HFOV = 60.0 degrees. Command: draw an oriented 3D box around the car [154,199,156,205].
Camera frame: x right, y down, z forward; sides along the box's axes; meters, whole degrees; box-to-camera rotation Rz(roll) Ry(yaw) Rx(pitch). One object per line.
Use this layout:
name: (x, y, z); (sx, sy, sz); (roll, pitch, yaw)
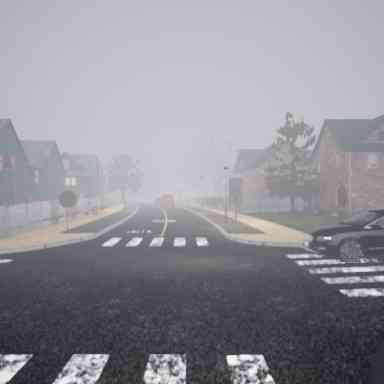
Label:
car: (-6.287, 1.802, 64.727); (1.882, 1.535, 5.008); (0, -1, -14)

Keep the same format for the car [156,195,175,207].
car: (-4.161, 1.433, 54.388); (2.150, 2.045, 5.566); (0, -1, -10)

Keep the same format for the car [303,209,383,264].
car: (6.098, 1.314, 10.594); (4.902, 1.511, 2.128); (-2, 0, 0)
